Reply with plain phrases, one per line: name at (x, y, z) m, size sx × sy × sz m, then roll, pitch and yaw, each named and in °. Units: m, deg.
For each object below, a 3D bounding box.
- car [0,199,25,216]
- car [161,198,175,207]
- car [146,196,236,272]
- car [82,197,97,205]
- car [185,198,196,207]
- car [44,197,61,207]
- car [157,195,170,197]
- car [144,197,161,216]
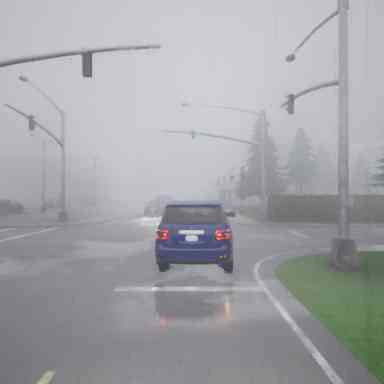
car at (-17.882, 1.443, 31.819) m, size 2.007 × 1.523 × 4.514 m, roll 0°, pitch 0°, yaw 0°
car at (-3.849, 1.734, 54.564) m, size 1.994 × 1.385 × 4.181 m, roll 0°, pitch 0°, yaw 0°
car at (0.266, 1.258, 11.074) m, size 2.150 × 2.045 × 5.566 m, roll -1°, pitch 0°, yaw 6°
car at (-17.786, 1.557, 57.853) m, size 1.845 × 1.501 × 3.633 m, roll 0°, pitch 0°, yaw 0°
car at (-0.319, 1.700, 56.101) m, size 1.812 × 1.442 × 4.674 m, roll 0°, pitch 0°, yaw 0°
car at (-20.796, 1.546, 50.444) m, size 1.970 × 1.475 × 3.806 m, roll 0°, pitch 0°, yaw 0°
car at (-3.844, 1.361, 44.458) m, size 2.150 × 2.045 × 5.566 m, roll 0°, pitch 0°, yaw 0°
car at (-3.793, 1.600, 34.485) m, size 2.128 × 1.511 × 4.902 m, roll 0°, pitch 0°, yaw 0°
